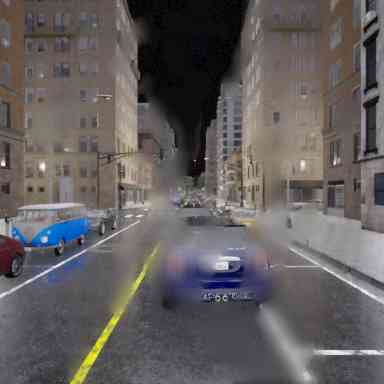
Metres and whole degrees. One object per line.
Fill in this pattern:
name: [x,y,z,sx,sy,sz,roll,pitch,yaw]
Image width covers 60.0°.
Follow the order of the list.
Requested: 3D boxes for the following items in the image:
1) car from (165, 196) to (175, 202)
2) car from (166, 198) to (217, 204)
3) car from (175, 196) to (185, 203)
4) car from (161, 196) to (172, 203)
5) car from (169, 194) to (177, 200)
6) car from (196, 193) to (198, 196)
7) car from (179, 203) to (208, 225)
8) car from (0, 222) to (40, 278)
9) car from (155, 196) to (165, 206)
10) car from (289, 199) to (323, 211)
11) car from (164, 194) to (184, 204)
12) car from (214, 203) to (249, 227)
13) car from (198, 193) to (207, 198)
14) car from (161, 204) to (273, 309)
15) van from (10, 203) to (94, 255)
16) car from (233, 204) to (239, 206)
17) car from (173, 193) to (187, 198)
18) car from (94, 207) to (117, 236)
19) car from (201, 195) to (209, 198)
car: [-5.152,1.547,79.012,2.008,1.369,4.403,0,0,0]
car: [0.123,1.352,15.390,2.097,1.767,4.553,0,0,0]
car: [-2.540,1.522,70.556,1.812,1.442,4.674,0,0,0]
car: [-5.186,1.564,67.649,1.947,1.339,4.313,0,0,0]
car: [-5.118,1.433,90.374,1.967,1.590,4.097,0,0,0]
car: [2.890,1.309,84.673,2.192,1.841,5.009,0,0,0]
car: [0.092,1.564,25.052,1.994,1.385,4.181,0,0,0]
car: [-5.371,1.582,7.511,1.802,1.307,4.206,0,0,0]
car: [-5.221,1.526,56.117,1.752,1.417,4.829,0,0,0]
car: [13.705,1.517,38.313,4.718,1.301,1.895,0,0,0]
car: [-2.692,1.478,50.462,1.882,1.535,5.008,0,0,0]
car: [2.709,1.551,23.707,2.008,1.369,4.403,0,0,0]
car: [2.856,1.437,73.309,1.967,1.590,4.097,0,0,0]
car: [0.328,1.352,8.123,2.097,1.767,4.553,0,0,-5]
van: [-5.354,1.341,12.917,1.690,1.788,3.998,0,0,0]
car: [2.698,1.525,18.471,1.752,1.417,4.829,0,0,0]
car: [-2.641,1.221,60.451,2.150,2.045,5.566,0,0,1]
car: [-5.336,1.551,18.324,2.008,1.369,4.403,0,0,0]
car: [2.787,1.551,50.583,2.008,1.369,4.403,0,0,0]
